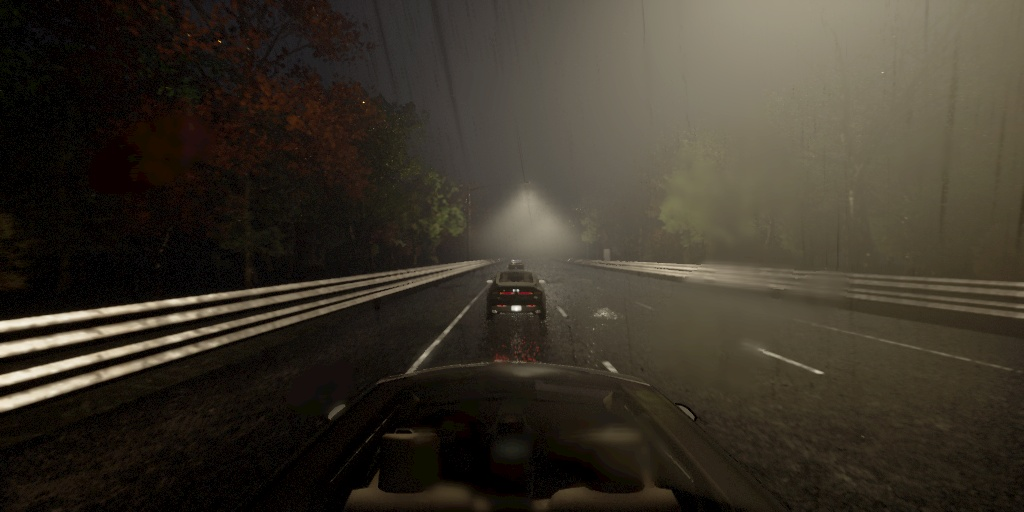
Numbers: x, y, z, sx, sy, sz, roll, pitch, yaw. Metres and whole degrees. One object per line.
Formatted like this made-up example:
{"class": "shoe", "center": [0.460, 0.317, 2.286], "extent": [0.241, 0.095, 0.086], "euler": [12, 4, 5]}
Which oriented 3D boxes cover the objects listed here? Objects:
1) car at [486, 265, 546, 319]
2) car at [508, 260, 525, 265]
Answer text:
{"class": "car", "center": [0.139, 1.247, 12.686], "extent": [1.837, 1.490, 4.892], "euler": [0, 0, 0]}
{"class": "car", "center": [0.549, 1.209, 44.440], "extent": [2.128, 1.511, 4.902], "euler": [0, 0, 1]}
